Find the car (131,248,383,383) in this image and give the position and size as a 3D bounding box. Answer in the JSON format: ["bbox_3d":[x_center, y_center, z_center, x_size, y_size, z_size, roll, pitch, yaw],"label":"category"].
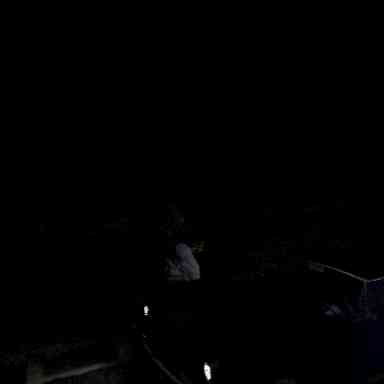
[{"bbox_3d":[1.691,1.518,4.314,4.718,1.301,1.895,0,1,-28],"label":"car"}]
